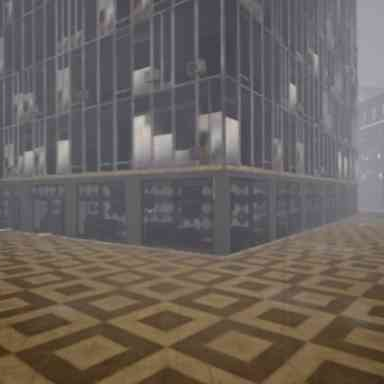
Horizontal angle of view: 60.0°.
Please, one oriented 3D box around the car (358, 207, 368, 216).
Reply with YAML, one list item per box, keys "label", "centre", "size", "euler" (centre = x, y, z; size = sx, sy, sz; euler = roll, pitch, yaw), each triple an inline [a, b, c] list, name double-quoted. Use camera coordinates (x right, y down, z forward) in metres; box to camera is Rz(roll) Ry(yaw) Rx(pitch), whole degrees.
- label: "car"
  centre: [19.149, 2.128, 40.026]
  size: [1.752, 1.417, 4.829]
  euler: [-1, -1, -5]
